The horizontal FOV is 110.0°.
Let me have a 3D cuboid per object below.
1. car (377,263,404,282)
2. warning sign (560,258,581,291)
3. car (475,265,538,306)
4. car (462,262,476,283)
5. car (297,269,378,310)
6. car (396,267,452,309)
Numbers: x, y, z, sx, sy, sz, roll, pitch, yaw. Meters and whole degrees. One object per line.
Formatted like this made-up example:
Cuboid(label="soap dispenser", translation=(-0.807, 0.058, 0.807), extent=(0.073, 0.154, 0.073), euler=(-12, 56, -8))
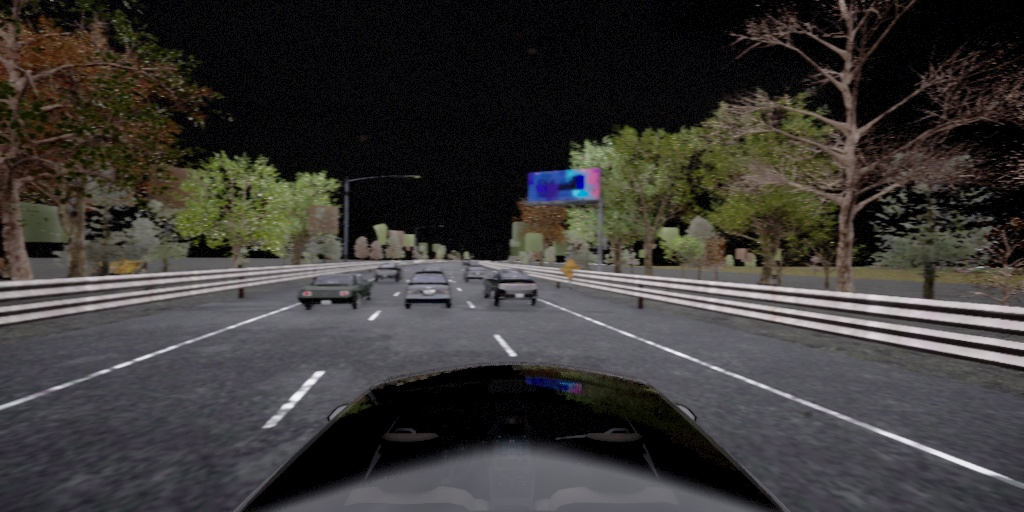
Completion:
Cuboid(label="car", translation=(-10.095, 1.329, 29.651), extent=(2.128, 1.511, 4.902), euler=(1, 0, -11))
Cuboid(label="warning sign", translation=(3.427, 1.061, 21.152), extent=(1.300, 1.860, 1.060), euler=(0, 0, -12))
Cuboid(label="car", translation=(-0.208, 1.354, 16.487), extent=(2.128, 1.511, 4.902), euler=(1, 0, -12))
Cuboid(label="car", translation=(-3.173, 1.483, 30.708), extent=(2.033, 1.411, 5.357), euler=(1, 0, -11))
Cuboid(label="car", translation=(-7.009, 1.360, 14.808), extent=(1.895, 1.301, 4.718), euler=(1, 0, -12))
Cuboid(label="car", translation=(-3.566, 1.357, 15.440), extent=(2.033, 1.411, 5.357), euler=(1, 0, -12))
